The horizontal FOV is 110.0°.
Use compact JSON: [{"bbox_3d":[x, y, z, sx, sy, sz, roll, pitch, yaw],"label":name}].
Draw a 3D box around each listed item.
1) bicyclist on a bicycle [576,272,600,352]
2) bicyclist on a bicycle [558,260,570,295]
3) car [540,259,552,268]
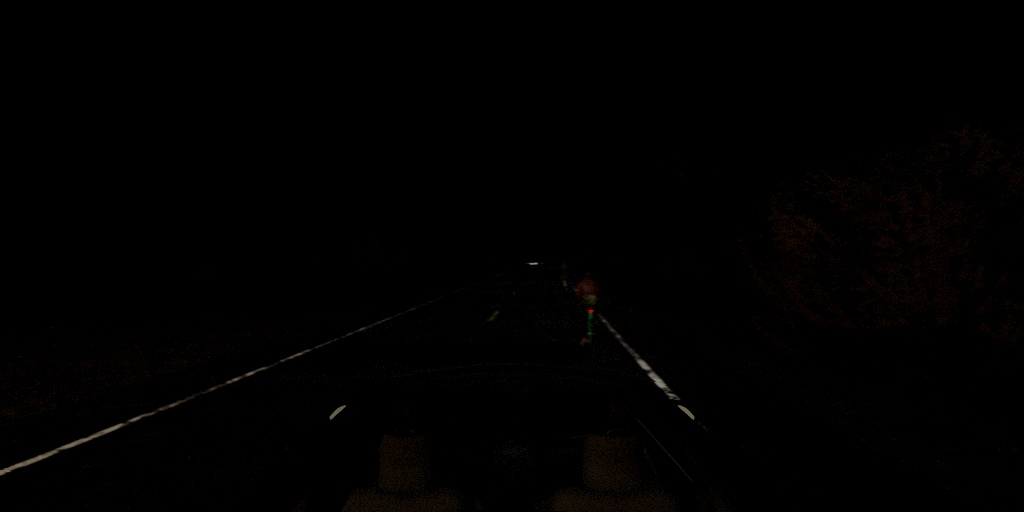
[{"bbox_3d":[1.695,1.181,7.878,0.582,1.620,1.656,-1,0,5],"label":"bicyclist on a bicycle"},{"bbox_3d":[2.680,1.100,18.400,0.659,1.776,1.843,-1,0,5],"label":"bicyclist on a bicycle"},{"bbox_3d":[5.755,1.316,60.360,1.994,1.385,4.181,-1,0,5],"label":"car"}]
